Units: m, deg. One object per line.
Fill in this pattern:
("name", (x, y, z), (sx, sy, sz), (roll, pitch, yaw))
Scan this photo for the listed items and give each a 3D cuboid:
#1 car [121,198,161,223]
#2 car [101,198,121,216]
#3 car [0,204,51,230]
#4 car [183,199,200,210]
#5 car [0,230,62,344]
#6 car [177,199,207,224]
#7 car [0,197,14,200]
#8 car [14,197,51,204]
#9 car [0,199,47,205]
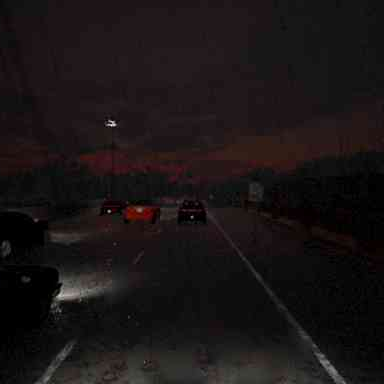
("car", (-3.498, 1.237, 24.254), (2.097, 1.767, 4.553), (0, 0, 0))
("car", (-7.024, 1.362, 30.626), (1.837, 1.490, 4.892), (0, 0, 0))
("car", (-6.951, 1.424, 12.171), (1.882, 1.535, 5.008), (0, 0, 0))
("car", (-0.068, 1.482, 41.496), (1.895, 1.301, 4.718), (0, -1, 0))
("car", (-3.421, 1.531, 3.970), (2.033, 1.411, 5.357), (0, 0, 0))
("car", (0.007, 1.377, 23.492), (2.128, 1.511, 4.902), (0, 0, 0))
("car", (-21.242, 1.344, 37.750), (2.128, 1.511, 4.902), (0, 0, 0))
("car", (-17.744, 1.353, 37.839), (1.837, 1.490, 4.892), (0, 0, 0))
("car", (-14.209, 1.479, 27.576), (1.895, 1.301, 4.718), (0, 0, 0))
